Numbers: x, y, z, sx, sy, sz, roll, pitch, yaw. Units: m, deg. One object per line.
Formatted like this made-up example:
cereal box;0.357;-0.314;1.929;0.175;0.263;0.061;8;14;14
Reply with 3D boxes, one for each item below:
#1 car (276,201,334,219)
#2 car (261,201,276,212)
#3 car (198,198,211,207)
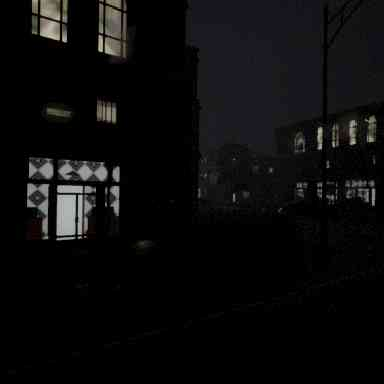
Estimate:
car;10.118;1.504;29.488;1.882;1.535;5.008;1;0;-26
car;9.404;1.622;36.629;2.008;1.369;4.403;1;-1;-27
car;1.328;1.619;52.106;1.887;1.381;4.507;1;-1;-27
